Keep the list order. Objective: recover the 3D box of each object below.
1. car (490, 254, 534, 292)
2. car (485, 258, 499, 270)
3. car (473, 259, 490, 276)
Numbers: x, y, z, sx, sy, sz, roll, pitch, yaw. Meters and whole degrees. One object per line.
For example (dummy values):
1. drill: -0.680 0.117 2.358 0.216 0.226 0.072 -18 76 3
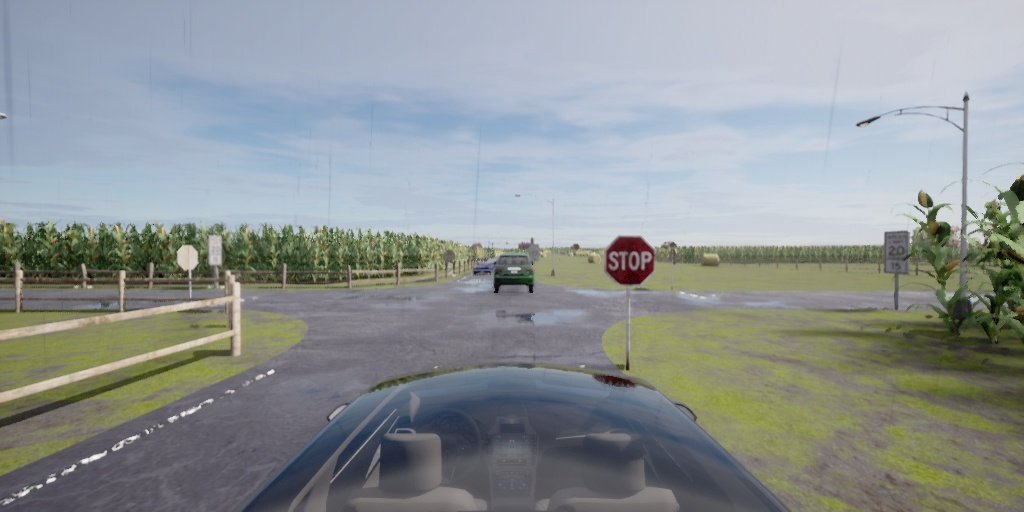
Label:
1. car: 0.104 0.906 20.897 2.150 2.045 5.566 0 0 0
2. car: -2.863 1.120 51.787 1.812 1.442 4.674 0 1 0
3. car: -2.857 1.255 36.186 1.895 1.301 4.718 0 0 0
